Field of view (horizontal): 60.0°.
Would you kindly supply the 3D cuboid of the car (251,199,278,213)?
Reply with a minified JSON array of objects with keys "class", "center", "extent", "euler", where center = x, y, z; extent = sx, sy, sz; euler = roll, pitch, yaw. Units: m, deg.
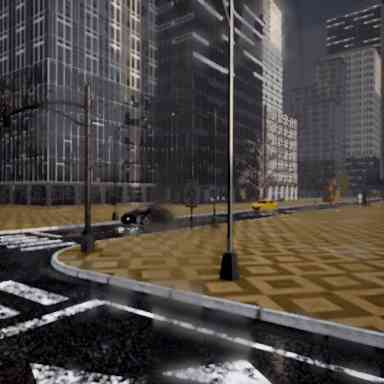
[{"class":"car","center":[9.060,1.704,41.415],"extent":[1.882,1.535,5.008],"euler":[0,0,37]}]

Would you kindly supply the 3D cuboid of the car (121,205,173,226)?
[{"class":"car","center":[-3.275,1.698,24.824],"extent":[1.994,1.385,4.181],"euler":[0,0,37]}]
